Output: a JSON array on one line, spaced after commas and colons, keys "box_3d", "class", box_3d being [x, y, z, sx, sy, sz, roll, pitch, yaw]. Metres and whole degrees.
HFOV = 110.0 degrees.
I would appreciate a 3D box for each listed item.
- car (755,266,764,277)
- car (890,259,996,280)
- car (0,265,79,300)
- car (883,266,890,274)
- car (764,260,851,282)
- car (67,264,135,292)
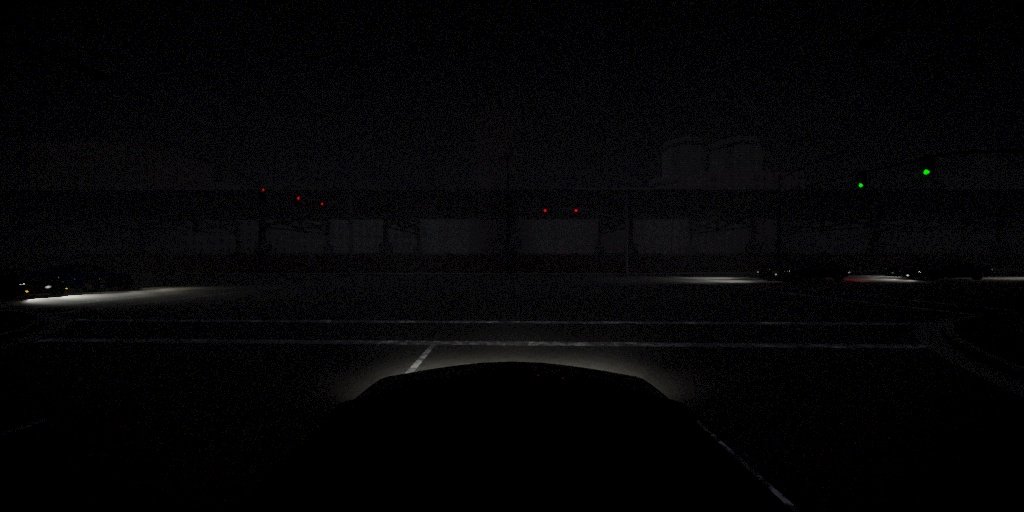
[{"box_3d": [23.117, 1.056, 30.046, 4.902, 1.511, 2.128, -1, 0, 2], "class": "car"}, {"box_3d": [31.768, 1.010, 26.315, 5.357, 1.411, 2.033, -1, 0, 1], "class": "car"}, {"box_3d": [-24.045, 1.296, 17.099, 4.181, 1.385, 1.994, 0, 0, 2], "class": "car"}, {"box_3d": [34.302, 0.970, 29.748, 5.357, 1.411, 2.033, -1, 0, 2], "class": "car"}, {"box_3d": [22.060, 1.070, 26.566, 4.902, 1.511, 2.128, -1, 0, 1], "class": "car"}, {"box_3d": [-24.717, 1.204, 20.620, 5.008, 1.535, 1.882, 0, 0, 2], "class": "car"}]
